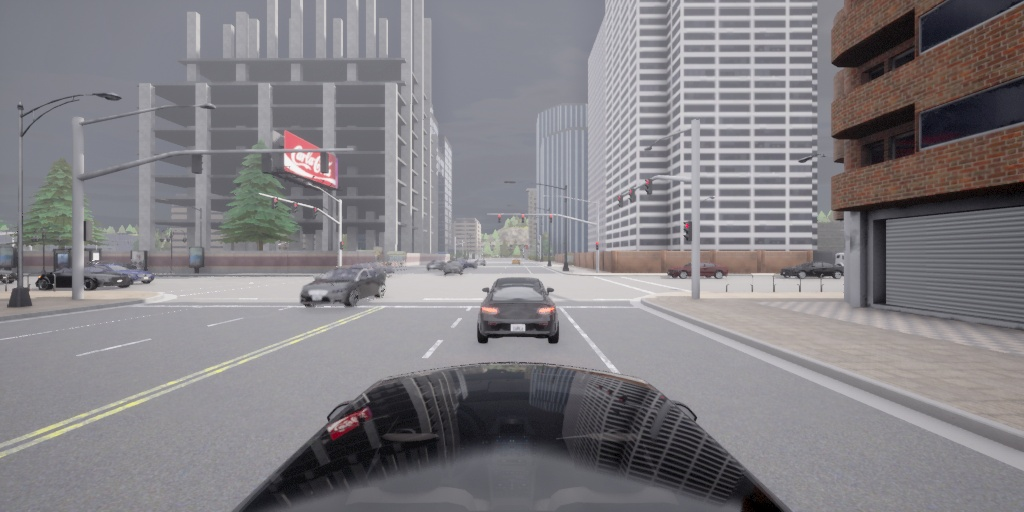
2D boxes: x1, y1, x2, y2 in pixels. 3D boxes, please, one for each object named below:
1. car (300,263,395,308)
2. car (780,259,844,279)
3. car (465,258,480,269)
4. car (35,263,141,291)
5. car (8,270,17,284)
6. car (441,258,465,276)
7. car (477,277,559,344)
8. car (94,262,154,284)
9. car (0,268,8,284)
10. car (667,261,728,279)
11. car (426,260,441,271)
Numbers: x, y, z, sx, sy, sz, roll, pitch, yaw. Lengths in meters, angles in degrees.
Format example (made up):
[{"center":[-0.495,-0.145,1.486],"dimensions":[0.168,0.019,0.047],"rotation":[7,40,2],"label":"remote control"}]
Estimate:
[{"center":[-6.955,1.241,15.291],"dimensions":[2.128,1.511,4.902],"rotation":[0,0,1],"label":"car"},{"center":[26.664,1.228,31.838],"dimensions":[5.008,1.535,1.882],"rotation":[0,0,0],"label":"car"},{"center":[-6.468,1.351,54.840],"dimensions":[1.895,1.301,4.718],"rotation":[0,0,1],"label":"car"},{"center":[-25.503,1.314,21.503],"dimensions":[4.181,1.385,1.994],"rotation":[0,0,0],"label":"car"},{"center":[-37.846,1.255,25.091],"dimensions":[4.892,1.490,1.837],"rotation":[0,0,0],"label":"car"},{"center":[-6.015,1.255,36.788],"dimensions":[1.837,1.490,4.892],"rotation":[0,0,-8],"label":"car"},{"center":[0.160,1.276,9.502],"dimensions":[1.812,1.442,4.674],"rotation":[0,0,1],"label":"car"},{"center":[-27.857,1.276,25.020],"dimensions":[4.674,1.442,1.812],"rotation":[0,0,0],"label":"car"},{"center":[-34.201,1.102,21.566],"dimensions":[4.553,1.767,2.097],"rotation":[0,0,0],"label":"car"},{"center":[16.471,1.228,31.918],"dimensions":[5.008,1.535,1.882],"rotation":[0,0,0],"label":"car"},{"center":[-10.059,1.242,47.763],"dimensions":[2.128,1.511,4.902],"rotation":[0,0,1],"label":"car"}]
